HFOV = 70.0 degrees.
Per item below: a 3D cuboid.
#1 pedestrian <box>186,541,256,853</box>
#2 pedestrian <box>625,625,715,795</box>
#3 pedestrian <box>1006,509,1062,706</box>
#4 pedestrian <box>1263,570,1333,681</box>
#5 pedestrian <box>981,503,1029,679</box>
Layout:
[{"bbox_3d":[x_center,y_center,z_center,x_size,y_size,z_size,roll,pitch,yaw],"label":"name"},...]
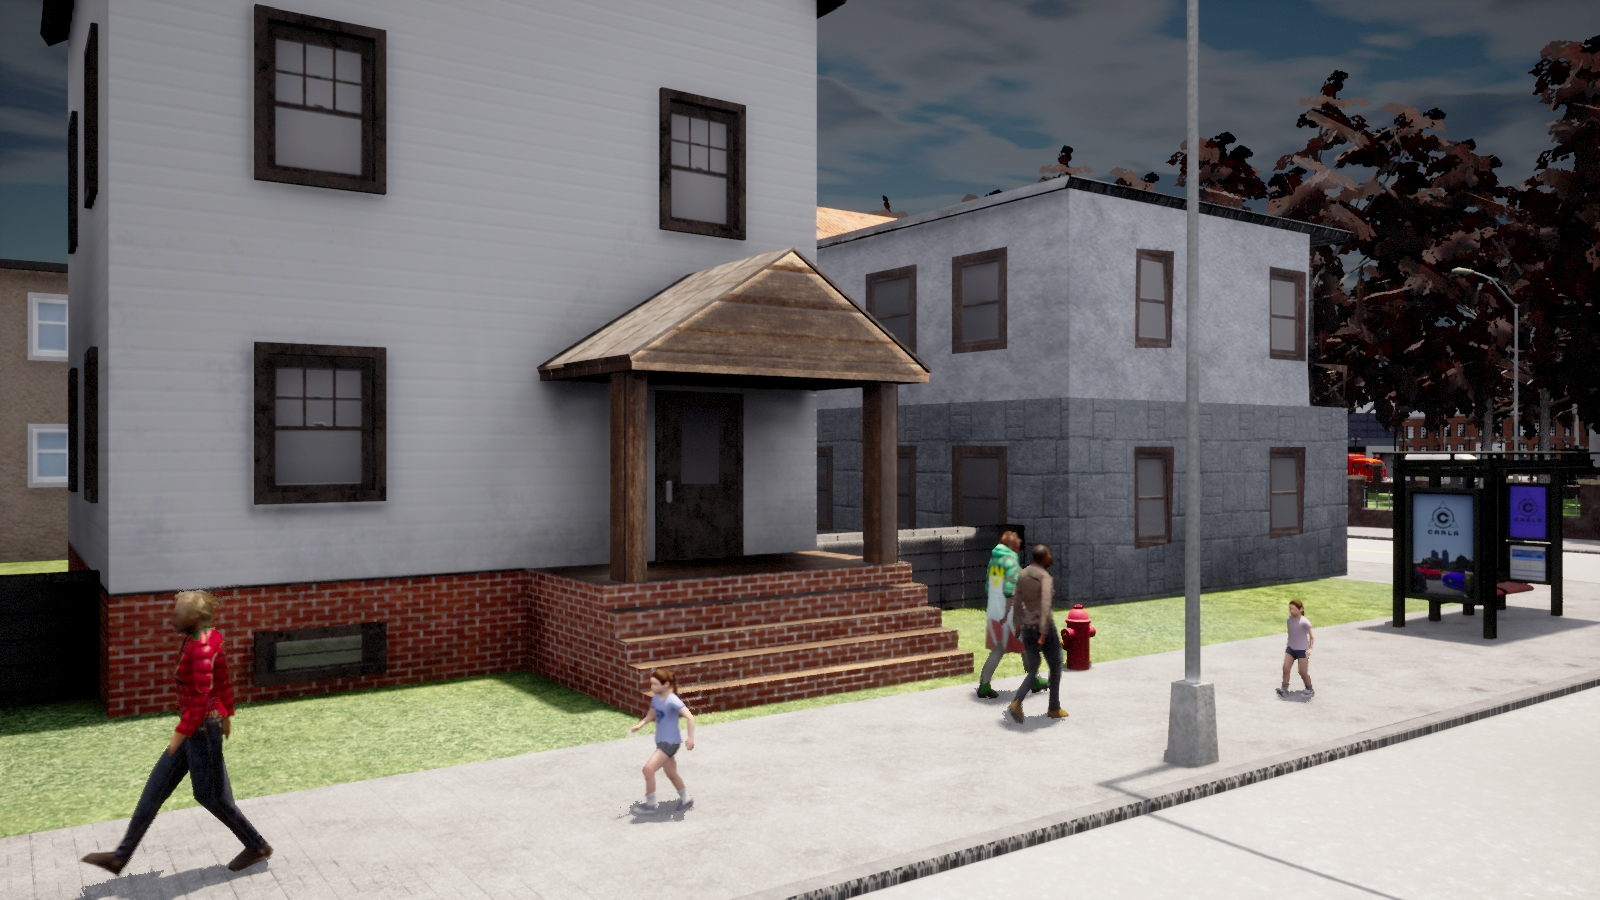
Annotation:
[{"bbox_3d":[-3.657,1.523,7.218,0.375,1.860,0.375,0,0,-30],"label":"pedestrian"},{"bbox_3d":[-0.966,1.904,8.476,0.500,1.100,0.500,0,0,-31],"label":"pedestrian"},{"bbox_3d":[2.301,1.525,11.240,0.375,1.860,0.375,0,0,-35],"label":"pedestrian"},{"bbox_3d":[5.425,1.896,12.456,0.500,1.100,0.500,0,0,-31],"label":"pedestrian"},{"bbox_3d":[2.239,1.524,12.493,0.375,1.860,0.375,0,0,-26],"label":"pedestrian"}]
